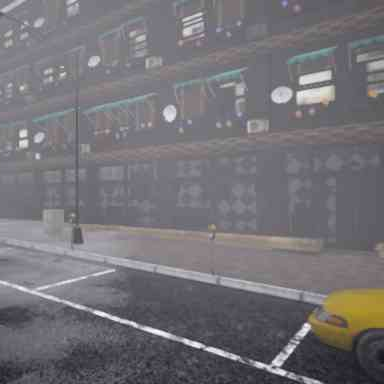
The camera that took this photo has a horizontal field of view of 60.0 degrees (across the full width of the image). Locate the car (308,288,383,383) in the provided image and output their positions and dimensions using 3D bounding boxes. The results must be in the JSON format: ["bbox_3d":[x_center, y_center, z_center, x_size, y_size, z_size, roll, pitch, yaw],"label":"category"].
[{"bbox_3d":[3.900,1.587,3.762,4.829,1.417,1.752,1,-1,34],"label":"car"}]
